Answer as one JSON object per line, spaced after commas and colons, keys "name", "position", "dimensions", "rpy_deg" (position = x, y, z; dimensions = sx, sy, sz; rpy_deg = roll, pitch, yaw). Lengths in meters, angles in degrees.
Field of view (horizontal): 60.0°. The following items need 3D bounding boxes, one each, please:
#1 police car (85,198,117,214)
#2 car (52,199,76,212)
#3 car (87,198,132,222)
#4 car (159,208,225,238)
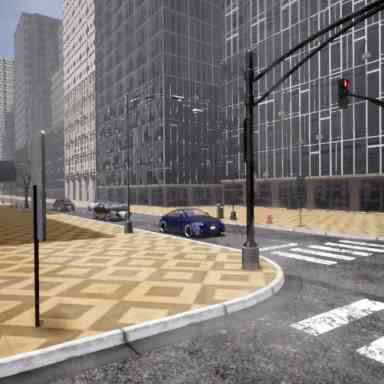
{"name": "police car", "position": [-10.557, 1.542, 38.375], "dimensions": [2.038, 1.542, 4.974], "rpy_deg": [-1, 0, -35]}
{"name": "car", "position": [-15.416, 1.580, 39.930], "dimensions": [1.837, 1.490, 4.892], "rpy_deg": [-1, 0, -35]}
{"name": "car", "position": [-6.654, 1.547, 27.491], "dimensions": [2.128, 1.511, 4.902], "rpy_deg": [-1, 0, -35]}
{"name": "car", "position": [-0.100, 1.605, 18.225], "dimensions": [1.994, 1.385, 4.181], "rpy_deg": [-1, 0, -35]}
